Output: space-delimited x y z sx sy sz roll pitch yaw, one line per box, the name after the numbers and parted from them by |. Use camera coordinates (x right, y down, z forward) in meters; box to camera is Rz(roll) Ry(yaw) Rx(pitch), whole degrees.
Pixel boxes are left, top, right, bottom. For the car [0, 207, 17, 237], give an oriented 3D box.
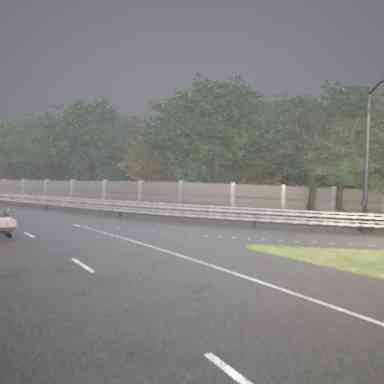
-9.524 1.272 15.105 1.895 1.301 4.718 2 0 -41 | car
